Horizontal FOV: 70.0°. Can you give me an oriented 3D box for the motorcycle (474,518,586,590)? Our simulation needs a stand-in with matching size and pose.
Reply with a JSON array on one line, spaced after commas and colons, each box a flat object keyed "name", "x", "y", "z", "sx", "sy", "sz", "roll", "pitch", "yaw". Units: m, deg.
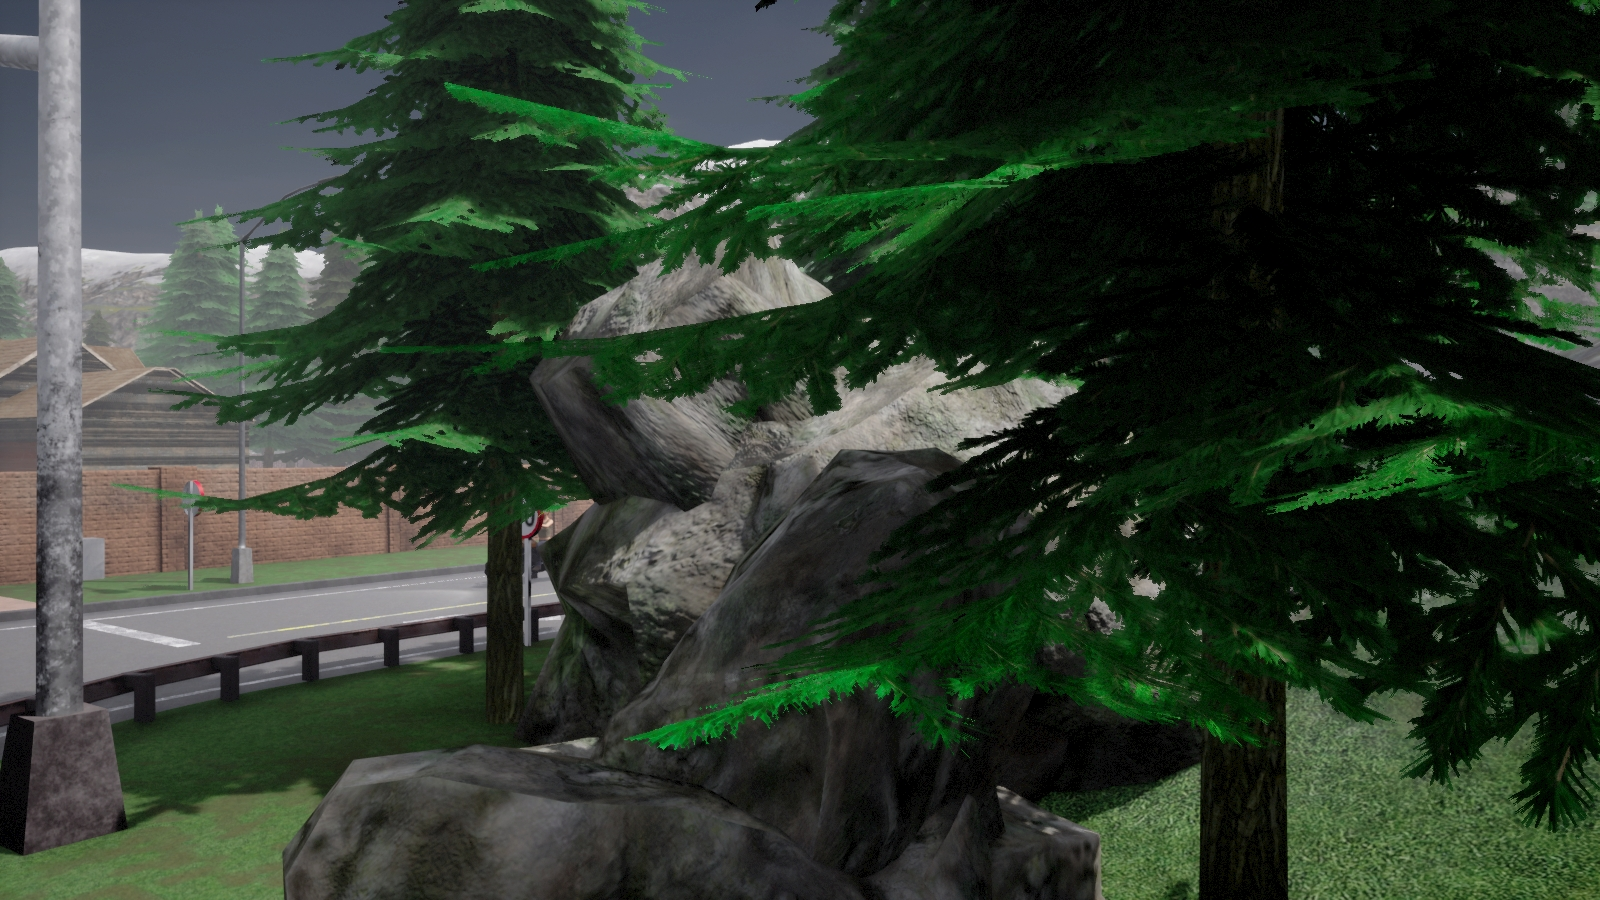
[{"name": "motorcycle", "x": -5.636, "y": 2.150, "z": 24.014, "sx": 0.764, "sy": 1.277, "sz": 2.356, "roll": 0, "pitch": 0, "yaw": 36}]
